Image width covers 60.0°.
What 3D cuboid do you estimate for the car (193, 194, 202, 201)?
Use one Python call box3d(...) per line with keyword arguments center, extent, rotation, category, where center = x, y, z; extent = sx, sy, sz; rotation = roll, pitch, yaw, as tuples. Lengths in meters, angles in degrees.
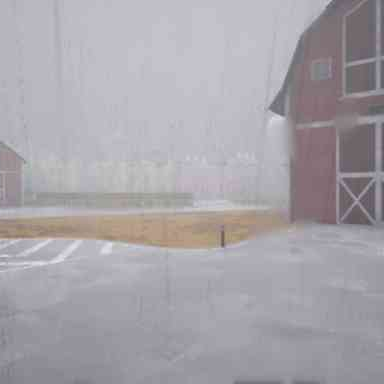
box3d(center=(0.705, 1.445, 91.291), extent=(1.932, 1.855, 4.605), rotation=(0, 0, 35), category="car")
